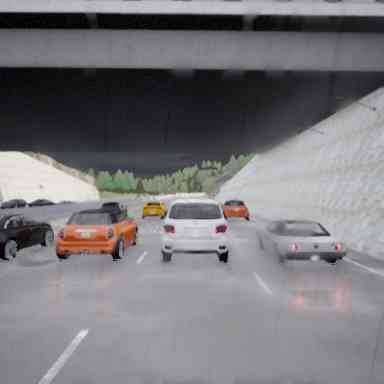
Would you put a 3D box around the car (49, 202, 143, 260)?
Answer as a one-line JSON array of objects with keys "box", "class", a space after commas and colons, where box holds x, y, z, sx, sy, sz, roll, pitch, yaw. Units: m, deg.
[{"box": [-3.400, 1.402, 12.781, 2.097, 1.767, 4.553, 0, 0, 0], "class": "car"}]

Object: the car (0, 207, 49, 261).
[{"box": [-6.899, 1.540, 12.442, 2.128, 1.511, 4.902, 0, 0, 0], "class": "car"}]

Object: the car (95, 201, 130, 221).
[{"box": [-6.900, 1.619, 29.382, 1.837, 1.490, 4.892, 0, 0, 0], "class": "car"}]

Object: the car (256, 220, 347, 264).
[{"box": [3.601, 1.647, 11.950, 1.895, 1.301, 4.718, 0, 0, 0], "class": "car"}]

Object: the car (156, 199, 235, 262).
[{"box": [0.101, 1.270, 12.498, 2.150, 2.045, 5.566, 0, 0, 0], "class": "car"}]

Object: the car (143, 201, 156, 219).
[{"box": [-3.399, 1.597, 30.883, 1.882, 1.535, 5.008, 0, 0, 0], "class": "car"}]

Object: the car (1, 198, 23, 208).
[{"box": [-24.580, 1.687, 46.390, 1.837, 1.490, 4.892, 0, -1, 0], "class": "car"}]

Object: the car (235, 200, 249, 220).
[{"box": [3.600, 1.464, 29.047, 2.097, 1.767, 4.553, 0, 0, 0], "class": "car"}]

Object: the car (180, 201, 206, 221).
[{"box": [0.101, 1.605, 29.301, 2.128, 1.511, 4.902, 0, 0, 0], "class": "car"}]

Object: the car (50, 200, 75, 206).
[{"box": [-17.587, 1.744, 46.253, 1.994, 1.385, 4.181, 0, 0, 0], "class": "car"}]

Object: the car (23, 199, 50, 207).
[{"box": [-21.084, 1.658, 46.530, 1.882, 1.535, 5.008, 0, -1, 0], "class": "car"}]
